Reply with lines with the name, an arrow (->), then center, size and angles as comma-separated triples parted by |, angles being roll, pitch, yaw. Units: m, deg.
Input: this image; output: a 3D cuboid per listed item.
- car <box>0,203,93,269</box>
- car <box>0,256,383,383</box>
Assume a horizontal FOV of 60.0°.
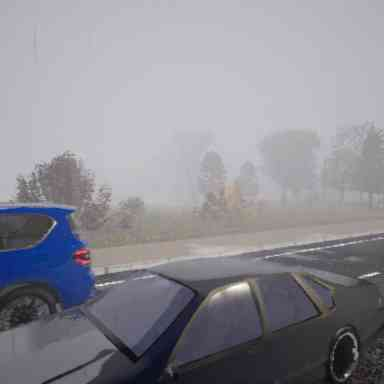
car -> -4.214, 1.221, 4.655 | 5.566, 2.045, 2.150 | 0, 0, -35
car -> 0.152, 1.537, 3.771 | 5.357, 1.411, 2.033 | 0, 0, -35
